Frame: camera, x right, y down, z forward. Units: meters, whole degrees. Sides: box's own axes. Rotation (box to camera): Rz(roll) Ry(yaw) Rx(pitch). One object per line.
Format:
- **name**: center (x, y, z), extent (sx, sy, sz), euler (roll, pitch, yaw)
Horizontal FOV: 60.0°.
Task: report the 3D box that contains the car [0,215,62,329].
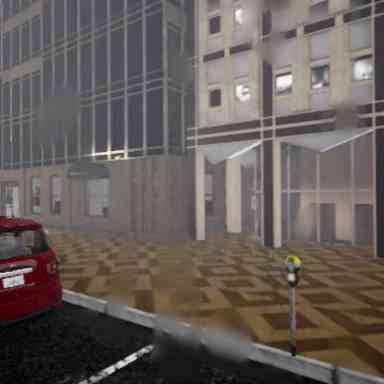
- **car**: center (-4.434, 1.345, 6.042), extent (5.009, 1.841, 2.192), euler (0, 0, 35)
